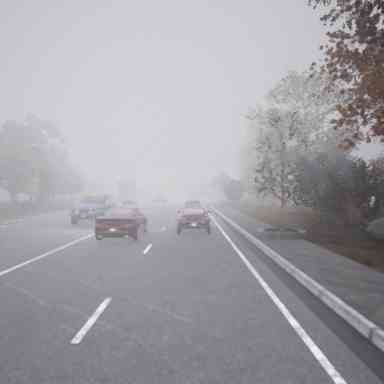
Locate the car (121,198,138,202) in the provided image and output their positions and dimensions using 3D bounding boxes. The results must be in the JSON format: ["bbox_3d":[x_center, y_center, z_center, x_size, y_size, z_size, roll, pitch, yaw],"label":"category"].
[{"bbox_3d":[-10.319,1.600,55.074,1.895,1.301,4.718,0,0,2],"label":"car"}]

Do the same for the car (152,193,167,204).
[{"bbox_3d":[-6.311,1.217,64.915,2.150,2.045,5.566,0,0,4],"label":"car"}]

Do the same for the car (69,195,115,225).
[{"bbox_3d":[-7.104,1.221,24.501,2.150,2.045,5.566,0,0,0],"label":"car"}]

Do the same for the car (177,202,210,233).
[{"bbox_3d":[0.099,1.525,19.689,1.812,1.442,4.674,0,0,0],"label":"car"}]

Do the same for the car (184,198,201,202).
[{"bbox_3d":[0.112,1.491,40.768,2.128,1.511,4.902,0,0,0],"label":"car"}]

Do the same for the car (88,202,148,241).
[{"bbox_3d":[-3.415,1.478,16.780,1.882,1.535,5.008,0,0,0],"label":"car"}]
